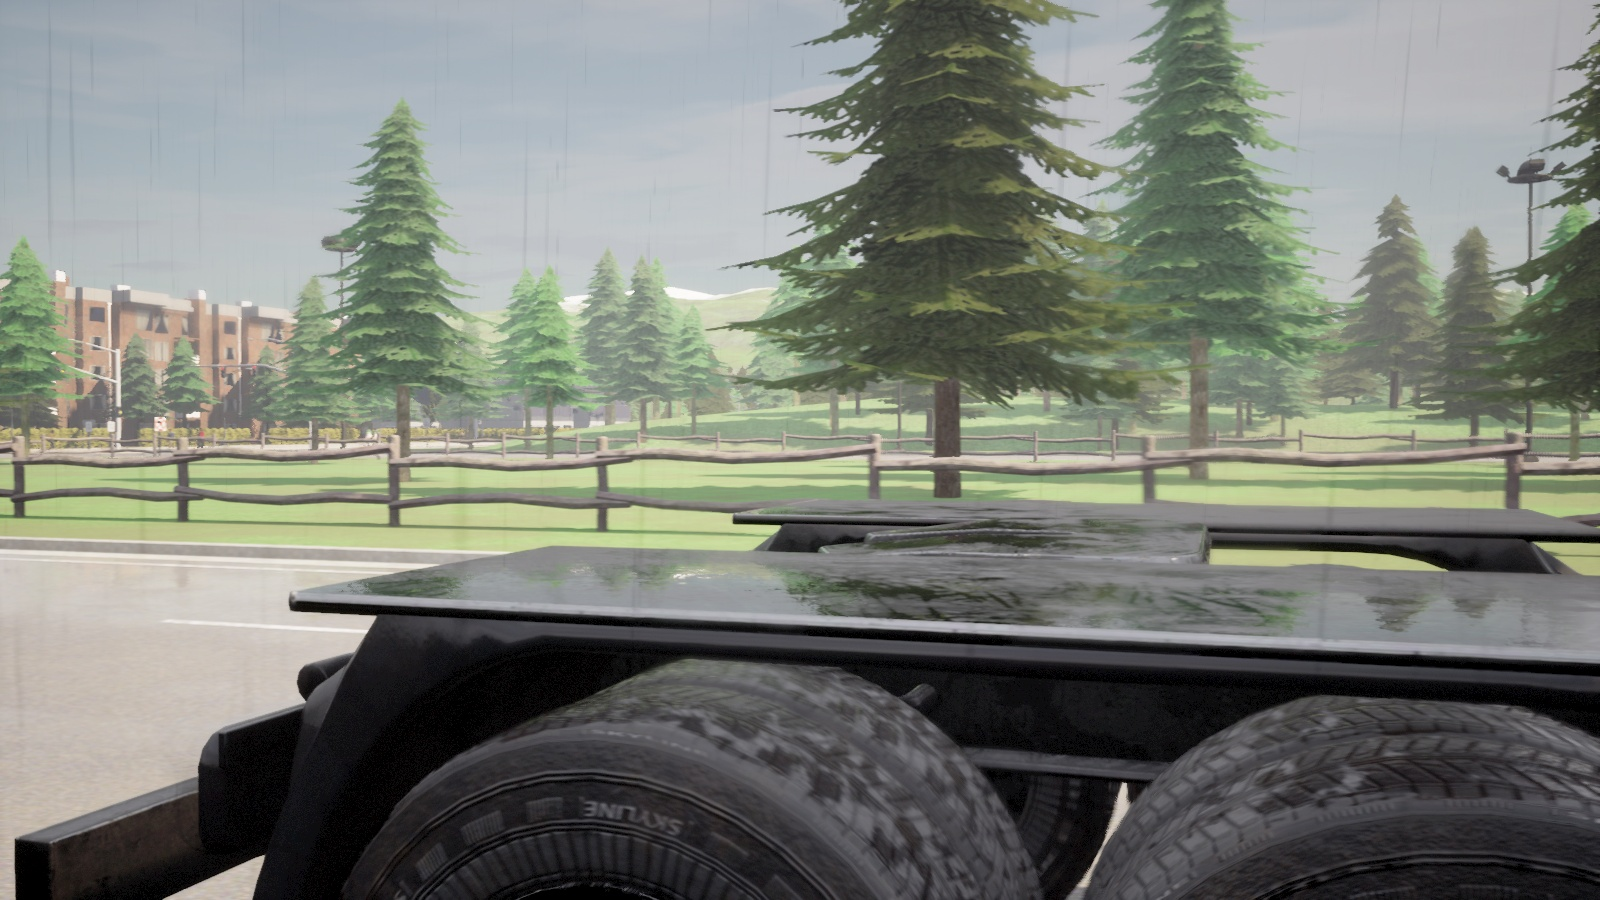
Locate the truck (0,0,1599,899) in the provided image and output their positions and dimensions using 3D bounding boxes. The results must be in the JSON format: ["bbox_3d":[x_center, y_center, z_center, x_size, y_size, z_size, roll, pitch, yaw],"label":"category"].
[{"bbox_3d":[2.689,-0.182,2.271,7.936,3.462,2.891,1,1,19],"label":"truck"}]
